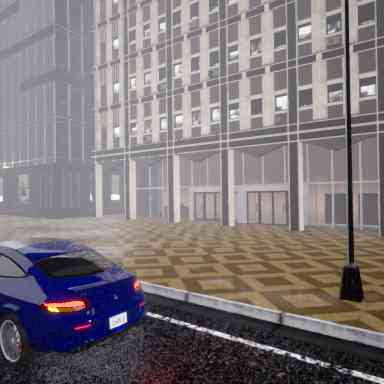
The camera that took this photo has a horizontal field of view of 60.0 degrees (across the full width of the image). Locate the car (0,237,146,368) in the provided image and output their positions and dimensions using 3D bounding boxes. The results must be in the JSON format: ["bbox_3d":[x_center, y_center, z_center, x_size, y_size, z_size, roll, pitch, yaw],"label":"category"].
[{"bbox_3d":[-2.850,1.527,5.724,4.674,1.442,1.812,0,0,35],"label":"car"}]
